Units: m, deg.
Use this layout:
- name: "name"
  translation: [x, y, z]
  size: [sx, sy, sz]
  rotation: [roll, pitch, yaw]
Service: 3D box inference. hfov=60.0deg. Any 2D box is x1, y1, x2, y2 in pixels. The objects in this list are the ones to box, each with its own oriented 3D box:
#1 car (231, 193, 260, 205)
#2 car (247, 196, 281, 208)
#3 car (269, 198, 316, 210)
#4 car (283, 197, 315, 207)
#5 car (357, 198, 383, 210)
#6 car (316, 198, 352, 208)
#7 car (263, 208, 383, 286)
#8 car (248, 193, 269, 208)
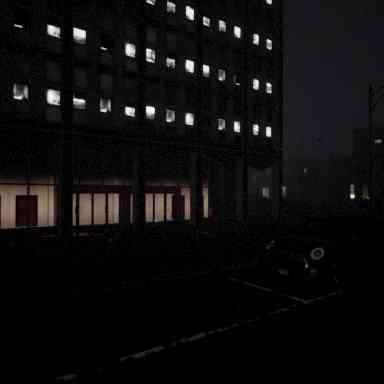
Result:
- name: "car"
  translation: [9.197, 1.159, 57.616]
  size: [2.192, 1.841, 5.009]
  rotation: [1, 0, -35]
- name: "car"
  translation: [9.942, 1.378, 46.346]
  size: [1.812, 1.442, 4.674]
  rotation: [0, 0, -35]
- name: "car"
  translation: [11.746, 1.419, 39.188]
  size: [2.008, 1.369, 4.403]
  rotation: [1, 0, -35]
- name: "car"
  translation: [15.492, 1.471, 48.507]
  size: [1.802, 1.307, 4.206]
  rotation: [1, 0, -35]
- name: "car"
  translation: [19.071, 1.399, 33.078]
  size: [1.882, 1.535, 5.008]
  rotation: [0, 0, -33]
- name: "car"
  translation: [18.544, 1.437, 44.091]
  size: [1.752, 1.417, 4.829]
  rotation: [1, 0, -35]
- name: "car"
  translation: [3.863, 1.439, 9.316]
  size: [4.097, 1.590, 1.967]
  rotation: [0, 0, -36]
- name: "car"
  translation: [8.600, 1.160, 43.743]
  size: [2.192, 1.841, 5.009]
  rotation: [1, 0, -35]
